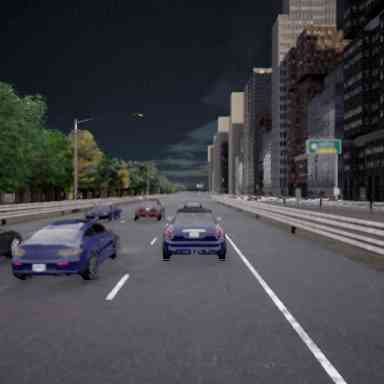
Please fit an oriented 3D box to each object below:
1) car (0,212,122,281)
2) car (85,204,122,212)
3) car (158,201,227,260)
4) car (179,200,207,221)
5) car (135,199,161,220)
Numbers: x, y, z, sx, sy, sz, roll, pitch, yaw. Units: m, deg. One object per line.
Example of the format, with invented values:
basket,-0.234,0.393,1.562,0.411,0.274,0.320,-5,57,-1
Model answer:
car,-3.427,1.526,9.771,1.812,1.442,4.674,0,0,0
car,-6.920,1.614,26.551,1.895,1.301,4.718,0,0,0
car,0.081,1.355,12.603,2.097,1.767,4.553,0,0,0
car,0.084,1.506,28.096,2.128,1.511,4.902,0,0,0
car,-3.418,1.366,27.857,2.097,1.767,4.553,0,0,0
